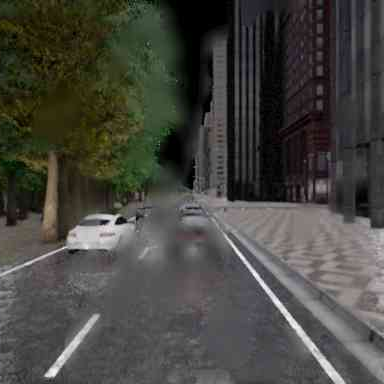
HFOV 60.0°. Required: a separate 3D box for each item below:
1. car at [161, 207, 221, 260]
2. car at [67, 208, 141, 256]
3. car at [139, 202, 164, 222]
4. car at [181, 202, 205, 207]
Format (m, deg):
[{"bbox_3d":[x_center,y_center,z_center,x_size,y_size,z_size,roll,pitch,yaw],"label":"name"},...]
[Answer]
[{"bbox_3d":[0.051,1.552,12.665,1.837,1.490,4.892,0,0,1],"label":"car"},{"bbox_3d":[-3.445,1.573,13.265,1.812,1.442,4.674,0,0,0],"label":"car"},{"bbox_3d":[-3.443,1.604,27.612,2.128,1.511,4.902,0,0,1],"label":"car"},{"bbox_3d":[0.058,1.604,27.607,2.128,1.511,4.902,0,0,0],"label":"car"}]
